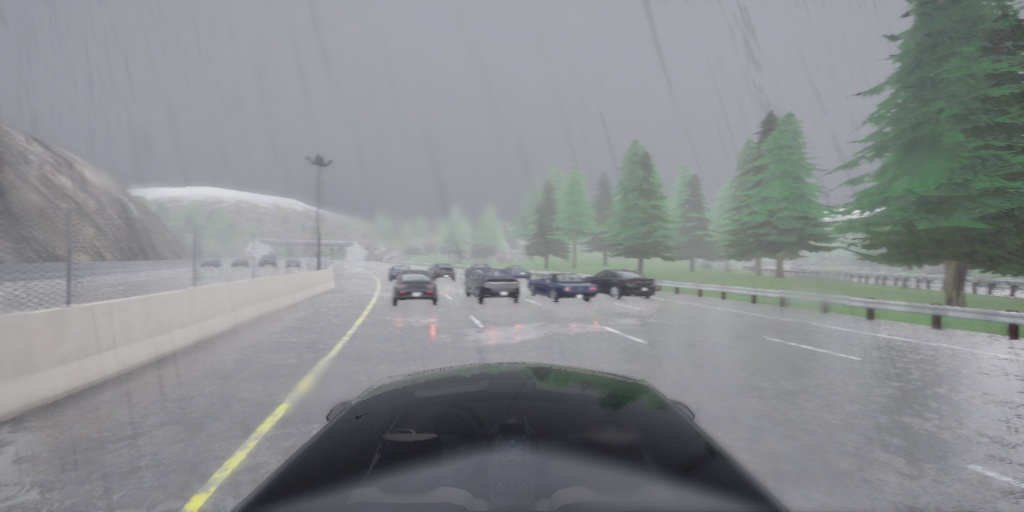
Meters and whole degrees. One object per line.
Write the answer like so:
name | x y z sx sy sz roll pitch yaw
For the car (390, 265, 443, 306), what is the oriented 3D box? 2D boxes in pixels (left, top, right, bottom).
car | -4.422 1.331 16.223 1.812 1.442 4.674 1 0 -17

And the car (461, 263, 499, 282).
car | -3.057 1.443 33.228 2.128 1.511 4.902 1 0 -22

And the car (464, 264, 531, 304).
car | -1.059 1.346 17.195 2.128 1.511 4.902 1 0 -17

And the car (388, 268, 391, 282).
car | -9.492 1.452 30.470 1.895 1.301 4.718 1 0 -22

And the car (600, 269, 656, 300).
car | 5.572 1.429 19.440 1.882 1.535 5.008 1 0 -18

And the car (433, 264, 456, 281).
car | -6.313 1.408 31.944 1.837 1.490 4.892 1 0 -22

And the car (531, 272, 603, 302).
car | 2.342 1.502 18.051 1.895 1.301 4.718 1 0 -17
